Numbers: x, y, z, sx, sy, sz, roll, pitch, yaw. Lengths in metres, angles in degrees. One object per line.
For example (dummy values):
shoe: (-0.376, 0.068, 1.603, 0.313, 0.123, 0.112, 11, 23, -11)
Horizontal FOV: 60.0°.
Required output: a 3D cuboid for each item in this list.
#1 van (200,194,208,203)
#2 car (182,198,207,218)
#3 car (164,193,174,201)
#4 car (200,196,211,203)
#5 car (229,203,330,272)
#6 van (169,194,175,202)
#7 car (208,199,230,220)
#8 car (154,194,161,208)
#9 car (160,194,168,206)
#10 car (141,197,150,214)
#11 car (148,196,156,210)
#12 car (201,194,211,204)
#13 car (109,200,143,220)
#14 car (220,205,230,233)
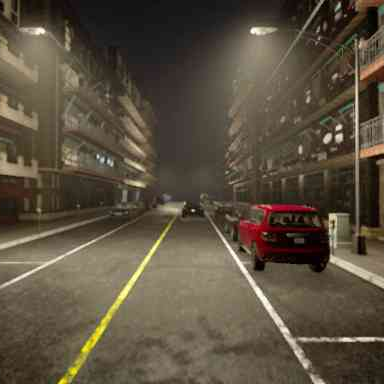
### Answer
van: (2.666, 1.342, 73.058, 1.690, 1.788, 3.998, 1, 0, 0)
car: (0.090, 1.560, 30.594, 1.994, 1.385, 4.181, 0, 0, 0)
car: (-5.704, 1.320, 84.417, 2.192, 1.841, 5.009, 1, 0, 0)
car: (2.686, 1.565, 67.397, 1.947, 1.339, 4.313, 1, 0, 0)
car: (2.701, 1.313, 10.778, 2.192, 1.841, 5.009, 1, 0, 0)
van: (-5.702, 1.343, 78.756, 1.690, 1.788, 3.998, 1, 0, 0)
car: (2.692, 1.547, 27.765, 2.008, 1.369, 4.403, 1, 0, 0)
car: (-5.692, 1.436, 44.786, 1.967, 1.590, 4.097, 1, 0, 0)
car: (-5.694, 1.312, 56.110, 2.192, 1.841, 5.009, 1, 0, 0)
car: (-5.690, 1.521, 33.293, 1.752, 1.417, 4.829, 1, 0, 0)
car: (-5.692, 1.540, 39.124, 1.887, 1.381, 4.507, 1, 0, 0)
car: (2.684, 1.523, 56.244, 1.752, 1.417, 4.829, 1, 0, 0)
car: (-5.688, 1.547, 27.800, 2.008, 1.369, 4.403, 1, 0, 0)
car: (2.696, 1.563, 16.441, 1.947, 1.339, 4.313, 1, 0, 0)
